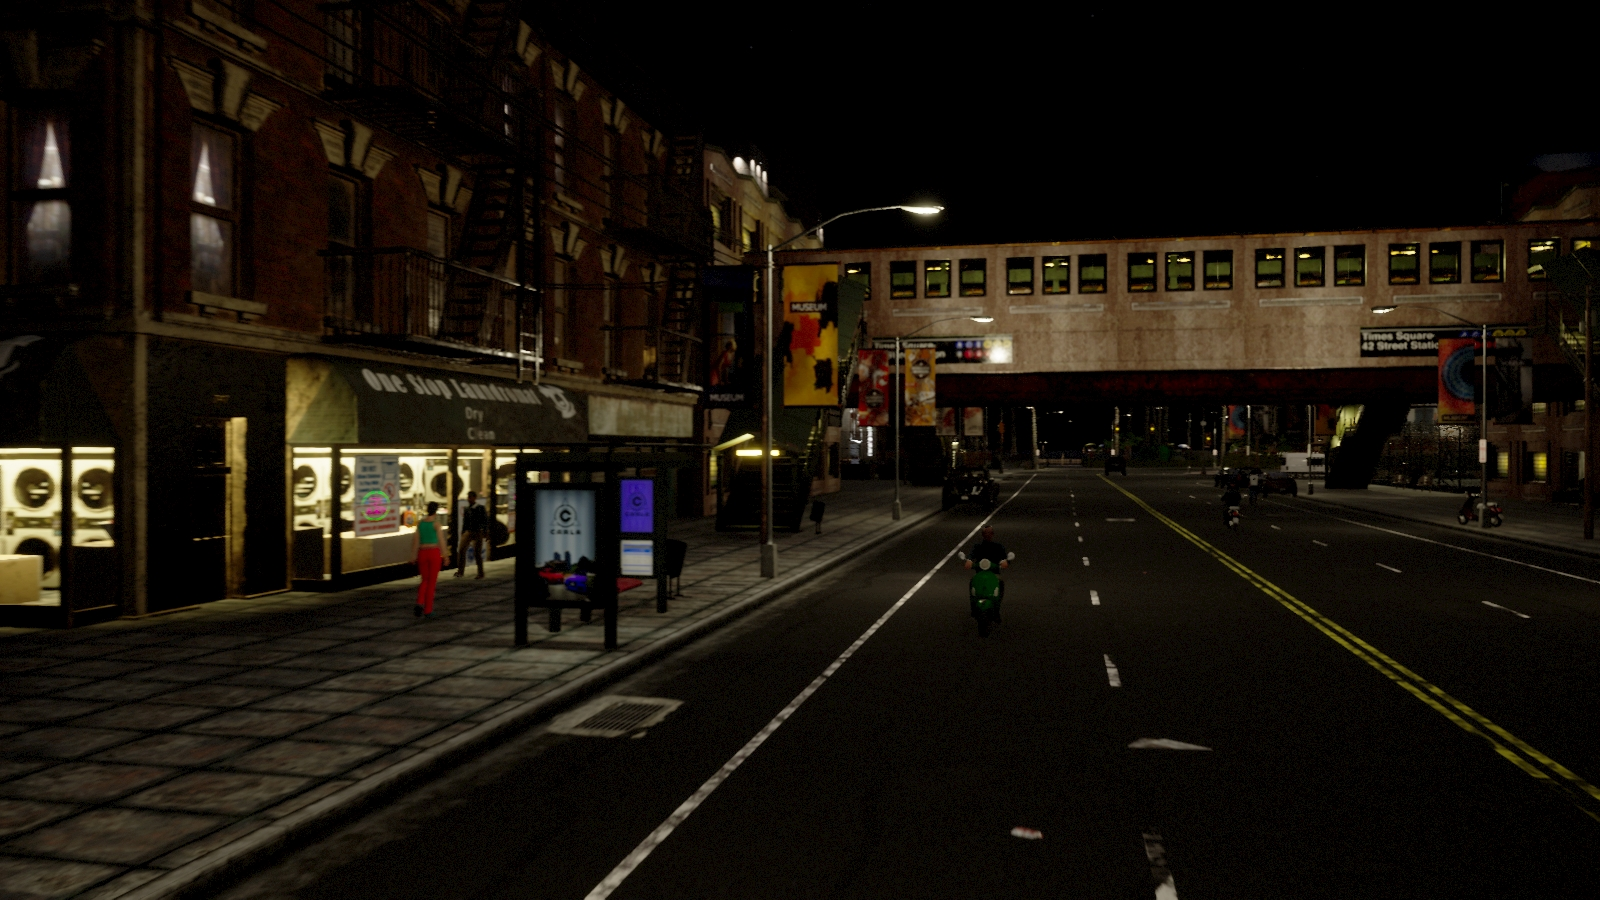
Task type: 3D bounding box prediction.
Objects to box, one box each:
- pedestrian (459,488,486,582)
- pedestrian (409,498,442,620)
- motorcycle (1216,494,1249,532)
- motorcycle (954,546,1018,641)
[{"bbox_3d":[-6.562,1.694,22.888,0.375,1.860,0.375,0,0,18],"label":"pedestrian"},{"bbox_3d":[-5.854,1.694,17.873,0.375,1.860,0.375,0,0,7],"label":"pedestrian"},{"bbox_3d":[15.155,2.188,40.069,0.856,1.236,1.805,0,0,13],"label":"motorcycle"},{"bbox_3d":[2.908,2.183,17.737,0.856,1.236,1.805,0,0,13],"label":"motorcycle"}]
